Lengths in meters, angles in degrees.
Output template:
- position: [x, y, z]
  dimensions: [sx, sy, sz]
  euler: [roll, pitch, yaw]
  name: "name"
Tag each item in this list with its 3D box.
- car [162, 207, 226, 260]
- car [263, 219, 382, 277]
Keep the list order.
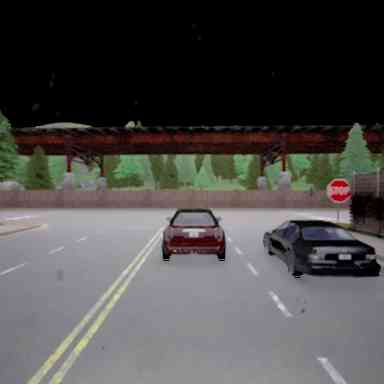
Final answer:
- position: [0.079, 1.353, 12.588]
  dimensions: [2.097, 1.767, 4.553]
  euler: [0, 0, 0]
  name: "car"
- position: [3.558, 1.549, 10.191]
  dimensions: [2.033, 1.411, 5.357]
  euler: [0, 0, 1]
  name: "car"
